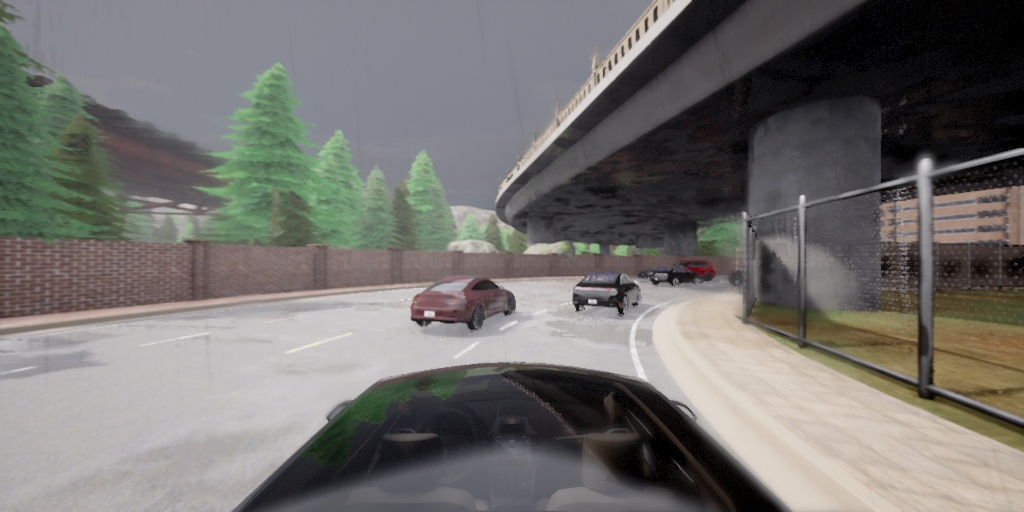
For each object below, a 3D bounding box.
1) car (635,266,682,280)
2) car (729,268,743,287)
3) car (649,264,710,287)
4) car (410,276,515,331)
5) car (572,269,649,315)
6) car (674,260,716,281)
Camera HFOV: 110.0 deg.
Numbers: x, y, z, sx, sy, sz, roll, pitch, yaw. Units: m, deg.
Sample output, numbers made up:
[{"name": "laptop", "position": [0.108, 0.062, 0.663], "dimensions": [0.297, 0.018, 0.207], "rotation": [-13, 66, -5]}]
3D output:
[{"name": "car", "position": [15.051, 1.732, 36.910], "dimensions": [4.181, 1.385, 1.994], "rotation": [1, -1, -21]}, {"name": "car", "position": [18.587, 1.627, 26.984], "dimensions": [4.892, 1.490, 1.837], "rotation": [1, -1, -23]}, {"name": "car", "position": [12.851, 1.569, 28.047], "dimensions": [4.902, 1.511, 2.128], "rotation": [1, -1, -31]}, {"name": "car", "position": [-1.365, 1.339, 11.335], "dimensions": [1.812, 1.442, 4.674], "rotation": [0, -1, 19]}, {"name": "car", "position": [3.926, 1.379, 14.448], "dimensions": [2.128, 1.511, 4.902], "rotation": [0, -1, 28]}, {"name": "car", "position": [16.510, 1.380, 33.847], "dimensions": [5.566, 2.045, 2.150], "rotation": [1, -1, -20]}]
